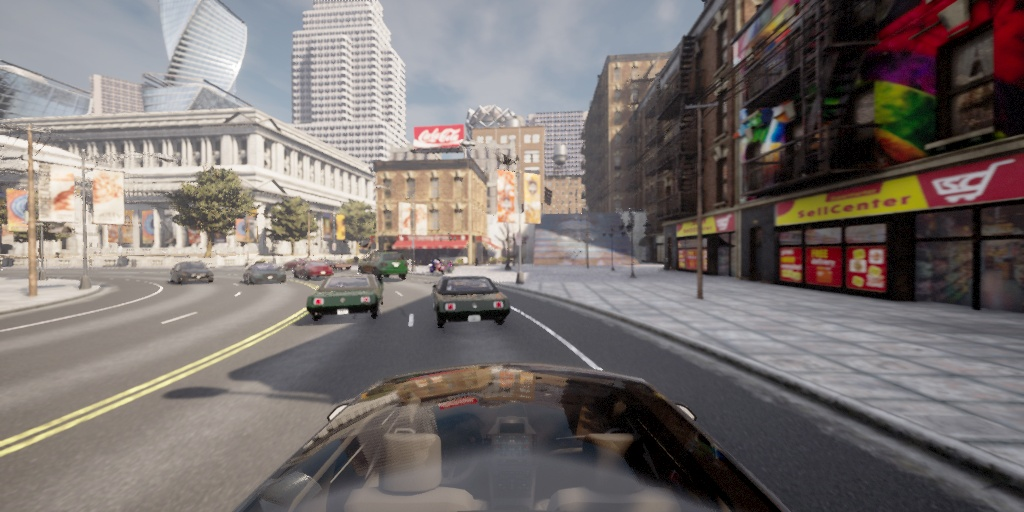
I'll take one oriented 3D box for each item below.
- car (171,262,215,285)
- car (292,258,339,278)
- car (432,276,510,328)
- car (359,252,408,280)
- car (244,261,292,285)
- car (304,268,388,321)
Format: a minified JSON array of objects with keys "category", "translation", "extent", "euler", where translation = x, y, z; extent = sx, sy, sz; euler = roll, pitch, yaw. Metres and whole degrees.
[{"category":"car","translation":[-22.388,1.144,25.070],"extent":[4.892,1.490,1.837],"euler":[0,0,40]},{"category":"car","translation":[-15.761,1.081,28.395],"extent":[4.674,1.442,1.812],"euler":[0,1,44]},{"category":"car","translation":[-1.484,1.257,11.141],"extent":[1.895,1.301,4.718],"euler":[0,1,-14]},{"category":"car","translation":[-9.843,0.752,27.268],"extent":[2.150,2.045,5.566],"euler":[0,1,-40]},{"category":"car","translation":[-16.745,1.171,24.293],"extent":[1.994,1.385,4.181],"euler":[-1,1,-43]},{"category":"car","translation":[-5.424,1.269,12.242],"extent":[1.895,1.301,4.718],"euler":[-1,1,-17]}]
